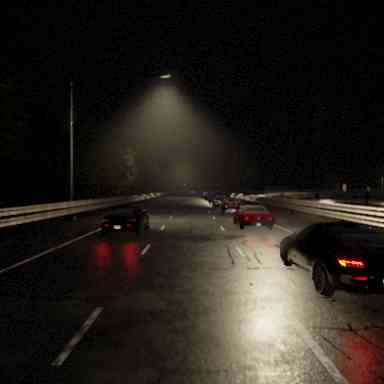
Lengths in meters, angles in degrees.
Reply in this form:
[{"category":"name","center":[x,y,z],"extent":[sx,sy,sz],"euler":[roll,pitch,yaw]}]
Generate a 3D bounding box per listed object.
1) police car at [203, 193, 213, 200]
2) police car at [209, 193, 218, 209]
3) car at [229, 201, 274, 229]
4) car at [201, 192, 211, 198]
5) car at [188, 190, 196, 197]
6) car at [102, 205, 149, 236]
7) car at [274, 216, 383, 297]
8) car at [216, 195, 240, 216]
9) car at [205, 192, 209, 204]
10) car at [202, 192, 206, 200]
[{"category":"police car","center":[3.561,0.953,74.392],"extent":[2.038,1.542,4.974],"euler":[0,1,0]},{"category":"police car","center":[3.535,1.235,41.394],"extent":[2.038,1.542,4.974],"euler":[0,0,0]},{"category":"car","center":[3.619,1.471,20.284],"extent":[1.895,1.301,4.718],"euler":[0,0,0]},{"category":"car","center":[3.570,0.839,85.391],"extent":[2.128,1.511,4.902],"euler":[0,0,0]},{"category":"car","center":[0.078,0.385,94.783],"extent":[2.150,2.045,5.566],"euler":[0,0,0]},{"category":"car","center":[-3.386,1.414,17.391],"extent":[1.812,1.442,4.674],"euler":[0,0,0]},{"category":"car","center":[3.603,1.472,8.295],"extent":[1.812,1.442,4.674],"euler":[0,0,0]},{"category":"car","center":[3.525,1.309,30.394],"extent":[1.837,1.490,4.892],"euler":[0,0,0]},{"category":"car","center":[3.543,1.149,52.393],"extent":[1.837,1.490,4.892],"euler":[0,0,0]},{"category":"car","center":[3.552,0.982,63.391],"extent":[2.033,1.649,4.856],"euler":[0,1,0]}]
